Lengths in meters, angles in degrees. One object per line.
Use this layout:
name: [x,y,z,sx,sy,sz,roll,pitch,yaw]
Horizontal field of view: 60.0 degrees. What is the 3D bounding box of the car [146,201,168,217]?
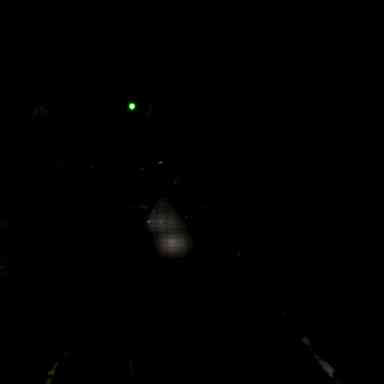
car: [-3.474,1.719,33.880,2.128,1.511,4.902,0,0,0]
